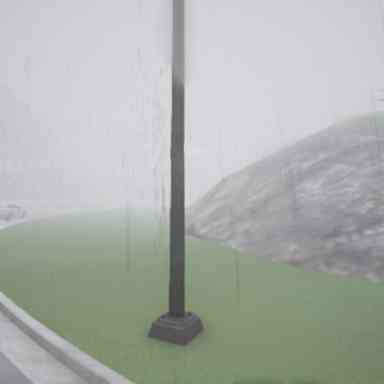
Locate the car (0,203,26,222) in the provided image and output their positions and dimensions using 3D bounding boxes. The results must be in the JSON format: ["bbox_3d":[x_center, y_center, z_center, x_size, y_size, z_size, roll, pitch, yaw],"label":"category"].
[{"bbox_3d":[-15.182,1.607,27.063,1.812,1.442,4.674,0,0,-6],"label":"car"}]
